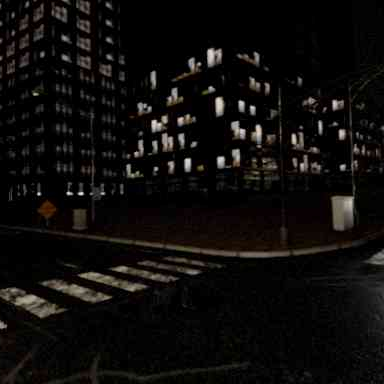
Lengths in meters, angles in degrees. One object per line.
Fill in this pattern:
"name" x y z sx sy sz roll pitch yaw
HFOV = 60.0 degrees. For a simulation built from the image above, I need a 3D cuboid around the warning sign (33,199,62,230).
"warning sign" -9.104 1.393 20.947 1.060 1.860 1.300 -3 -1 40
